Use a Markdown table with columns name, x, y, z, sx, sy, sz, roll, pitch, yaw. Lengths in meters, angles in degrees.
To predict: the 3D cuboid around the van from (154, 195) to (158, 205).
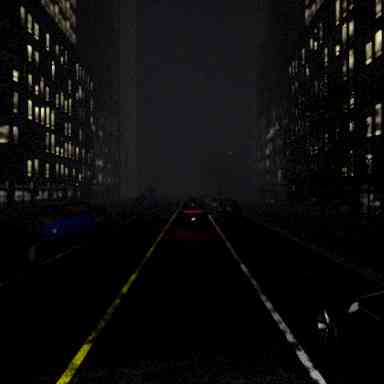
| name | x | y | z | sx | sy | sz | roll | pitch | yaw |
| --- | --- | --- | --- | --- | --- | --- | --- | --- | --- |
| van | -5.728 | 1.019 | 42.986 | 1.690 | 1.788 | 3.998 | 0 | 0 | 0 |

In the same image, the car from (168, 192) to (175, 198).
| name | x | y | z | sx | sy | sz | roll | pitch | yaw |
| --- | --- | --- | --- | --- | --- | --- | --- | --- | --- |
| car | -5.779 | 0.716 | 94.214 | 1.967 | 1.590 | 4.097 | 0 | 0 | 0 |

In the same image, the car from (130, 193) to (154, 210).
| name | x | y | z | sx | sy | sz | roll | pitch | yaw |
| --- | --- | --- | --- | --- | --- | --- | --- | --- | --- |
| car | -5.723 | 1.162 | 37.294 | 1.967 | 1.590 | 4.097 | 0 | 0 | 0 |

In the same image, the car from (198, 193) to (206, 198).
| name | x | y | z | sx | sy | sz | roll | pitch | yaw |
| --- | --- | --- | --- | --- | --- | --- | --- | --- | --- |
| car | 2.607 | 0.873 | 88.514 | 2.008 | 1.369 | 4.403 | 0 | 0 | 0 |

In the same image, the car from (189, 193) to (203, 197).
| name | x | y | z | sx | sy | sz | roll | pitch | yaw |
| --- | --- | --- | --- | --- | --- | --- | --- | --- | --- |
| car | 0.047 | 1.230 | 39.541 | 1.812 | 1.442 | 4.674 | 0 | 0 | 0 |

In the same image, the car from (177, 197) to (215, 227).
| name | x | y | z | sx | sy | sz | roll | pitch | yaw |
| --- | --- | --- | --- | --- | --- | --- | --- | --- | --- |
| car | 0.079 | 1.333 | 21.471 | 2.128 | 1.511 | 4.902 | 0 | 0 | 0 |

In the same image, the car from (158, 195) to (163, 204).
| name | x | y | z | sx | sy | sz | roll | pitch | yaw |
| --- | --- | --- | --- | --- | --- | --- | --- | --- | --- |
| car | -5.735 | 1.200 | 48.680 | 1.947 | 1.339 | 4.313 | 0 | 0 | 0 |

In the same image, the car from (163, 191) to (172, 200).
| name | x | y | z | sx | sy | sz | roll | pitch | yaw |
| --- | --- | --- | --- | --- | --- | --- | --- | --- | --- |
| car | -5.757 | 0.984 | 71.276 | 1.752 | 1.417 | 4.829 | 0 | 0 | 0 |

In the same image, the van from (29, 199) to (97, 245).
| name | x | y | z | sx | sy | sz | roll | pitch | yaw |
| --- | --- | --- | --- | --- | --- | --- | --- | --- | --- |
| van | -5.701 | 1.234 | 14.526 | 1.690 | 1.788 | 3.998 | 0 | 0 | 0 |

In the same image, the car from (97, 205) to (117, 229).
| name | x | y | z | sx | sy | sz | roll | pitch | yaw |
| --- | --- | --- | --- | --- | --- | --- | --- | --- | --- |
| car | -5.707 | 1.433 | 20.220 | 1.802 | 1.307 | 4.206 | 0 | 0 | 0 |

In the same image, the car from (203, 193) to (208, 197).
| name | x | y | z | sx | sy | sz | roll | pitch | yaw |
| --- | --- | --- | --- | --- | --- | --- | --- | --- | --- |
| car | 2.651 | 1.202 | 43.150 | 1.752 | 1.417 | 4.829 | 0 | 0 | 0 |

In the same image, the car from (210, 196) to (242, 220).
| name | x | y | z | sx | sy | sz | roll | pitch | yaw |
| --- | --- | --- | --- | --- | --- | --- | --- | --- | --- |
| car | 2.669 | 1.249 | 25.904 | 1.967 | 1.590 | 4.097 | 0 | 0 | 0 |

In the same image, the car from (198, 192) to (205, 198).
| name | x | y | z | sx | sy | sz | roll | pitch | yaw |
| --- | --- | --- | --- | --- | --- | --- | --- | --- | --- |
| car | 2.601 | 0.821 | 94.206 | 1.887 | 1.381 | 4.507 | 0 | 0 | 0 |

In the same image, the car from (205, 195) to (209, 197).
| name | x | y | z | sx | sy | sz | roll | pitch | yaw |
| --- | --- | --- | --- | --- | --- | --- | --- | --- | --- |
| car | 2.657 | 1.304 | 37.289 | 1.802 | 1.307 | 4.206 | 0 | 0 | 0 |

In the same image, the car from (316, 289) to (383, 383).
| name | x | y | z | sx | sy | sz | roll | pitch | yaw |
| --- | --- | --- | --- | --- | --- | --- | --- | --- | --- |
| car | 2.690 | 1.542 | 3.138 | 1.947 | 1.339 | 4.313 | 0 | 0 | 0 |

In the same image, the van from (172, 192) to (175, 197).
| name | x | y | z | sx | sy | sz | roll | pitch | yaw |
| --- | --- | --- | --- | --- | --- | --- | --- | --- | --- |
| van | -5.767 | 0.708 | 82.829 | 1.690 | 1.788 | 3.998 | 0 | 0 | 0 |

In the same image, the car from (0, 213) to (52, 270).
| name | x | y | z | sx | sy | sz | roll | pitch | yaw |
| --- | --- | --- | --- | --- | --- | --- | --- | --- | --- |
| car | -5.696 | 1.480 | 8.835 | 1.887 | 1.381 | 4.507 | 0 | 0 | 0 |
